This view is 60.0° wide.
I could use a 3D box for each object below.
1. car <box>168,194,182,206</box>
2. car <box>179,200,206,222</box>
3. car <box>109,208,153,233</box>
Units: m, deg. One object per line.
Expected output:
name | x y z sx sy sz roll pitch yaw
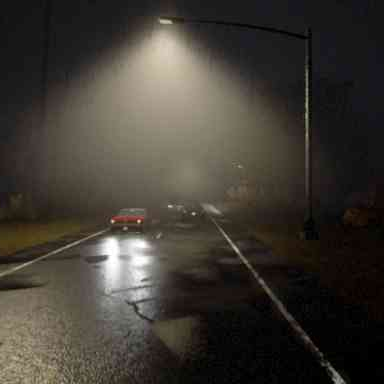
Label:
car | -3.024 1.437 61.613 2.150 2.045 5.566 0 0 3
car | 0.136 1.662 27.703 1.994 1.385 4.181 0 0 0
car | -3.573 1.671 20.131 1.895 1.301 4.718 0 0 0
